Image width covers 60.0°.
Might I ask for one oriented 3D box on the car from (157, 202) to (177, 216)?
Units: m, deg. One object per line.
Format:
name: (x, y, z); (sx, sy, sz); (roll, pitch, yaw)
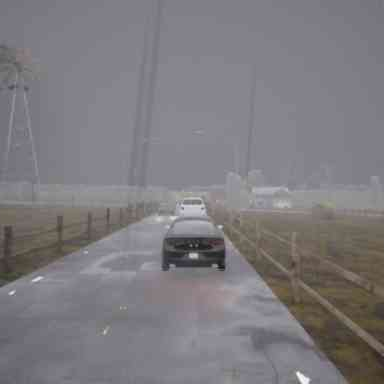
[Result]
car: (-2.860, 1.947, 38.528); (1.837, 1.490, 4.892); (0, -1, 0)

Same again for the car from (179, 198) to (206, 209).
car: (0.073, 1.528, 29.510); (2.150, 2.045, 5.566); (0, -1, 0)

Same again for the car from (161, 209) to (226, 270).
car: (0.068, 1.584, 11.448); (1.882, 1.535, 5.008); (0, 0, 1)
